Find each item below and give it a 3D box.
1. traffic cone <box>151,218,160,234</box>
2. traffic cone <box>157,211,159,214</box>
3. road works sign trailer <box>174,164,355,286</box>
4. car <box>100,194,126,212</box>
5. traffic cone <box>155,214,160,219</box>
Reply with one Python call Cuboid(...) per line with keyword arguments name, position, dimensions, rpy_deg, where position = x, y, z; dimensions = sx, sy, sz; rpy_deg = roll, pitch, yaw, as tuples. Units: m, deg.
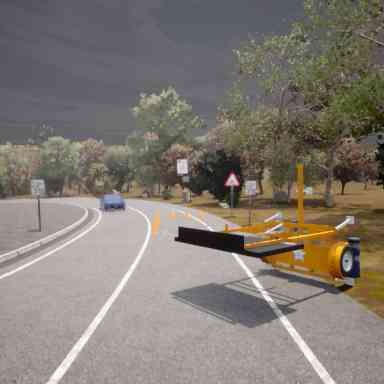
Cuboid(name="traffic cone", position=(-1.865, 1.751, 16.539), dimensions=(0.340, 0.580, 0.340), rpy_deg=(-1, 2, -4))
Cuboid(name="traffic cone", position=(-2.163, 1.636, 20.525), dimensions=(0.340, 0.580, 0.340), rpy_deg=(-1, 2, -4))
Cuboid(name="road works sign trailer", position=(1.686, 0.774, 7.455), dimensions=(3.560, 2.880, 2.380), rpy_deg=(-1, 1, -39))
Cuboid(name="car", position=(-7.533, 0.947, 31.387), dimensions=(1.882, 1.535, 5.008), rpy_deg=(-2, 2, -21))
Cuboid(name="traffic cone", position=(-2.013, 1.694, 18.533), dimensions=(0.340, 0.580, 0.340), rpy_deg=(-1, 2, -4))
